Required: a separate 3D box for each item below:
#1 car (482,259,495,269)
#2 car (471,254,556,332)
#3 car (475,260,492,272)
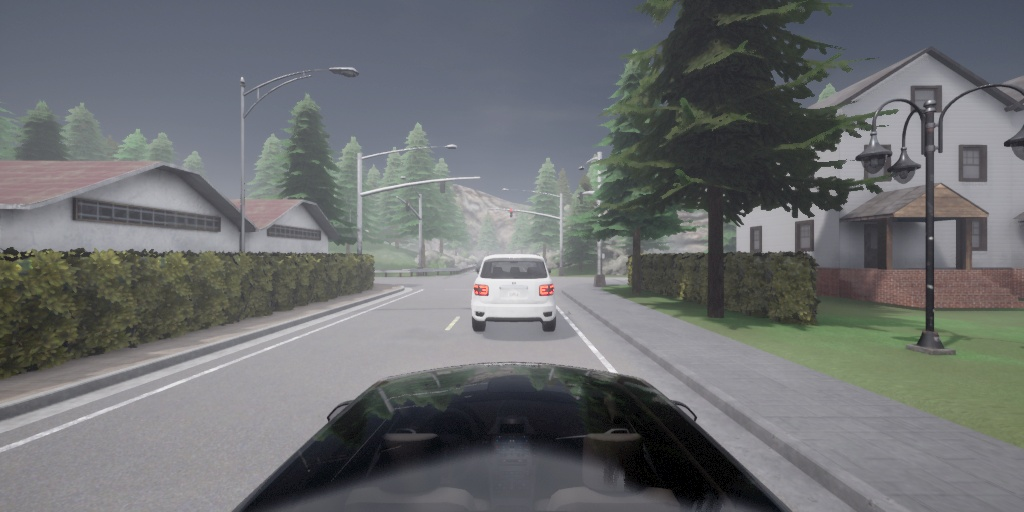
[{"bbox_3d":[-3.615,1.276,56.338,1.812,1.442,4.674,0,0,0],"label":"car"},{"bbox_3d":[0.061,0.971,11.023,2.150,2.045,5.566,0,0,0],"label":"car"},{"bbox_3d":[-3.613,1.255,46.098,1.837,1.490,4.892,0,0,0],"label":"car"}]
